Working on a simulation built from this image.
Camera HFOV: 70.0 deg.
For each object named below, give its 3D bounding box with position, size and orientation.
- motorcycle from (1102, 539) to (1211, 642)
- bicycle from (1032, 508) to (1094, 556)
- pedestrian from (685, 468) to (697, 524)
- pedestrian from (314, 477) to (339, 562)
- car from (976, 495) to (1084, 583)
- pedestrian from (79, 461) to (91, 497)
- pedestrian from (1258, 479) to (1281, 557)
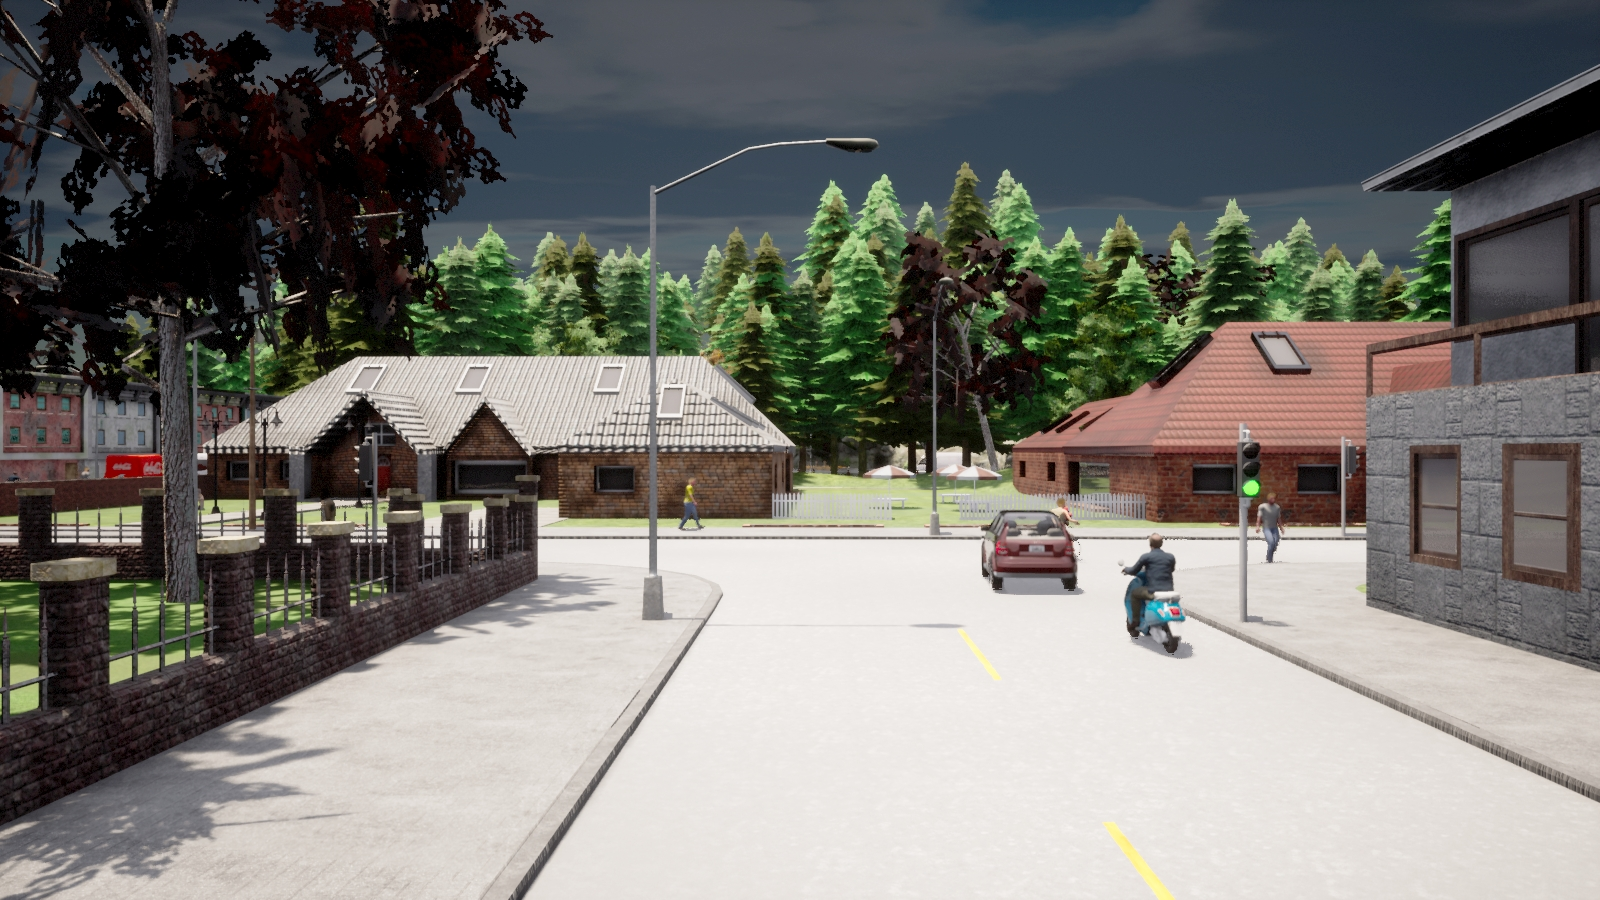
[{"bbox_3d":[5.036,1.962,16.273,0.856,1.236,1.805,0,0,-5],"label":"motorcycle"},{"bbox_3d":[6.569,2.036,28.501,0.859,1.080,1.487,0,0,44],"label":"bicycle"},{"bbox_3d":[-3.626,1.524,38.030,0.375,1.860,0.375,0,0,2],"label":"pedestrian"},{"bbox_3d":[-10.443,1.523,25.191,0.375,1.860,0.375,0,0,4],"label":"pedestrian"},{"bbox_3d":[4.746,1.805,24.031,1.789,1.549,3.705,0,0,5],"label":"car"},{"bbox_3d":[-37.183,1.524,59.389,0.375,1.860,0.375,0,0,9],"label":"pedestrian"},{"bbox_3d":[11.360,1.629,27.640,0.375,1.860,0.375,0,0,-4],"label":"pedestrian"}]
